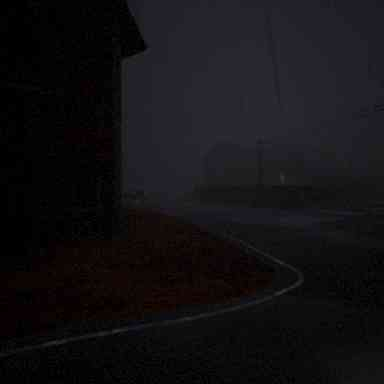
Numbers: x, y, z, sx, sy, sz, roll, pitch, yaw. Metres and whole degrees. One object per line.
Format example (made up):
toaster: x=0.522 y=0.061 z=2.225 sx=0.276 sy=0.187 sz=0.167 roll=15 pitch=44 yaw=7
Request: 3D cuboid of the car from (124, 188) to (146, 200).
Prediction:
car: x=-8.978 y=0.226 z=52.038 sx=2.097 sy=1.767 sz=4.553 roll=-1 pitch=1 yaw=-31
